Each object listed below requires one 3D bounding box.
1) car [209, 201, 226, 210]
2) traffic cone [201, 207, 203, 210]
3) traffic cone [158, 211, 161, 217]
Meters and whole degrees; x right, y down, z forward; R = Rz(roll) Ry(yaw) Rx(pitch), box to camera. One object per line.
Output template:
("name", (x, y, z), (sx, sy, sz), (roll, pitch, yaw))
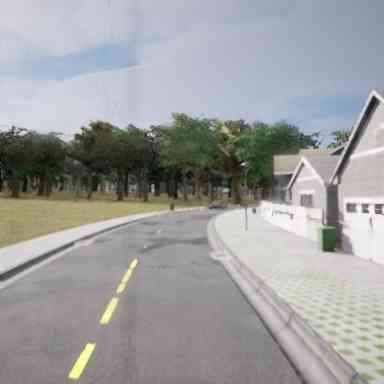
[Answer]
("car", (4.107, 2.134, 53.382), (1.994, 1.385, 4.181), (-1, -1, 20))
("traffic cone", (1.629, 2.531, 52.875), (0.340, 0.580, 0.340), (-1, -1, 19))
("traffic cone", (-3.247, 2.231, 33.042), (0.340, 0.580, 0.340), (0, -1, 9))
